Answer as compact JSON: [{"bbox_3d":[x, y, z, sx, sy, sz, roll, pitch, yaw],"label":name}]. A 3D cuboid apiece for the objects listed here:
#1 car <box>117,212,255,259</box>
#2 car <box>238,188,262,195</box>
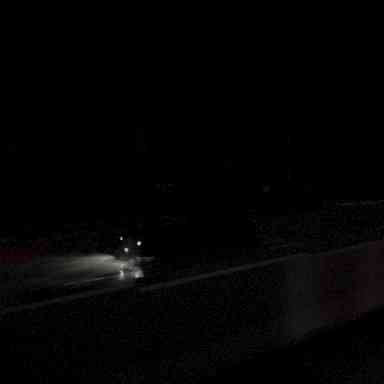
[{"bbox_3d":[-0.009,1.470,12.574,5.357,1.411,2.033,-2,1,-35],"label":"car"},{"bbox_3d":[8.577,0.544,52.590,1.882,1.535,5.008,-2,1,-35],"label":"car"}]
